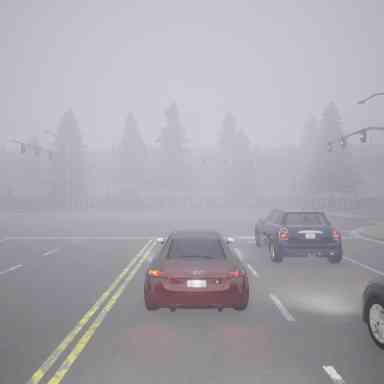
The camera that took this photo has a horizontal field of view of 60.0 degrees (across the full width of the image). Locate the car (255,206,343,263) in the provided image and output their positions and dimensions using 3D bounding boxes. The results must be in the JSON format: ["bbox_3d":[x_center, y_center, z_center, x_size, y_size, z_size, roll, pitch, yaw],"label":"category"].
[{"bbox_3d":[3.636,1.352,12.159,2.097,1.767,4.553,0,0,2],"label":"car"}]

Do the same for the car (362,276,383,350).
[{"bbox_3d":[3.592,1.505,3.315,1.837,1.490,4.892,0,0,0],"label":"car"}]

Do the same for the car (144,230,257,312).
[{"bbox_3d":[0.081,1.564,7.788,1.994,1.385,4.181,0,0,0],"label":"car"}]
